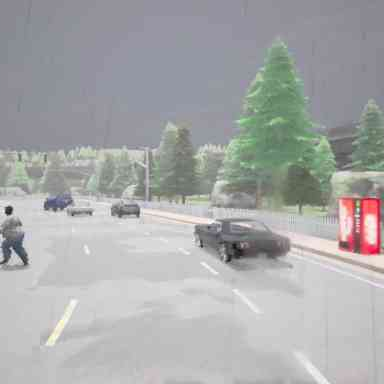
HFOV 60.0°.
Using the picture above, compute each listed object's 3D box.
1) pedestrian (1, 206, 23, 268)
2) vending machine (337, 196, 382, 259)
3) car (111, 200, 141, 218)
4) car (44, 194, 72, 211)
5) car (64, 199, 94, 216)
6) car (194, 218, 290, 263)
[{"bbox_3d":[-5.341,1.294,9.870,0.375,1.860,0.375,0,0,-16],"label":"pedestrian"},{"bbox_3d":[5.851,1.195,11.670,1.100,2.100,0.880,0,0,-15],"label":"vending machine"},{"bbox_3d":[-6.107,1.491,30.316,2.128,1.511,4.902,0,0,-25],"label":"car"},{"bbox_3d":[-16.176,1.231,40.338,2.150,2.045,5.566,0,0,-39],"label":"car"},{"bbox_3d":[-10.855,1.601,32.100,1.895,1.301,4.718,0,0,-27],"label":"car"},{"bbox_3d":[1.514,1.601,12.062,1.895,1.301,4.718,0,0,-15],"label":"car"}]
